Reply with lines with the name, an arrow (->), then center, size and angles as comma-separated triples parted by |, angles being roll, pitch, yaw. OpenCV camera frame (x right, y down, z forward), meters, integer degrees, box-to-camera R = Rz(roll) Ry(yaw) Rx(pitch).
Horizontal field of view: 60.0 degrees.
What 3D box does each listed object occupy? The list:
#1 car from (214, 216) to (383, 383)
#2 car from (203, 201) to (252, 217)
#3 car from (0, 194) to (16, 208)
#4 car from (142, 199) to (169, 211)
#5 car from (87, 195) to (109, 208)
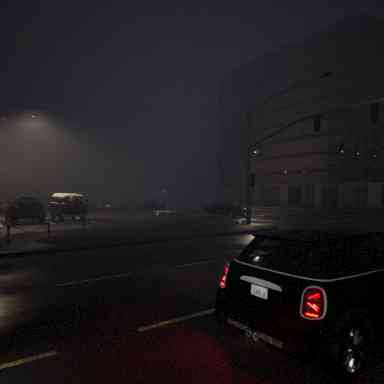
car -> 2.637, 1.352, 5.682 | 4.553, 1.767, 2.097 | 0, 0, -35
car -> 3.208, 1.603, 31.455 | 2.033, 1.411, 5.357 | 0, 0, -35
car -> -31.674, 1.209, 56.493 | 1.932, 1.855, 4.605 | 0, 0, -35
car -> -4.773, 1.582, 42.723 | 1.812, 1.442, 4.674 | 0, 1, -36
car -> -16.542, 1.411, 59.448 | 2.097, 1.767, 4.553 | 0, 0, -35
